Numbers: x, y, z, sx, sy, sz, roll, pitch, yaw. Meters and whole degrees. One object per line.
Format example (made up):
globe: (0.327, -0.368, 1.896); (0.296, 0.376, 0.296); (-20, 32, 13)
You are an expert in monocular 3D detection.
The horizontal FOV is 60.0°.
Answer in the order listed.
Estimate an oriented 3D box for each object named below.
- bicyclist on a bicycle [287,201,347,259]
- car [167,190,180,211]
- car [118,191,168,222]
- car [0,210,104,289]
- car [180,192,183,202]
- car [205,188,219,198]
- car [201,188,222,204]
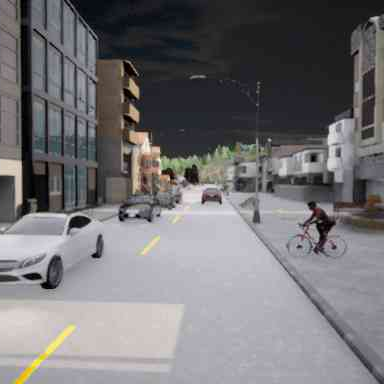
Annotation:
bicyclist on a bicycle: (3.513, 1.088, 9.339); (1.656, 1.620, 0.582); (0, 2, 3)
car: (-2.419, 0.694, 27.728); (1.837, 1.490, 4.892); (0, 2, 3)
car: (-2.989, 0.875, 19.868); (2.128, 1.511, 4.902); (0, 2, 4)
car: (-3.661, 1.242, 8.561); (1.812, 1.442, 4.674); (0, 2, 3)
car: (-1.998, 0.477, 35.268); (2.033, 1.411, 5.357); (0, 2, 4)
car: (2.894, 0.167, 48.516); (1.895, 1.301, 4.718); (0, 2, 4)
car: (2.119, 0.302, 35.483); (2.097, 1.767, 4.553); (0, 2, 4)
